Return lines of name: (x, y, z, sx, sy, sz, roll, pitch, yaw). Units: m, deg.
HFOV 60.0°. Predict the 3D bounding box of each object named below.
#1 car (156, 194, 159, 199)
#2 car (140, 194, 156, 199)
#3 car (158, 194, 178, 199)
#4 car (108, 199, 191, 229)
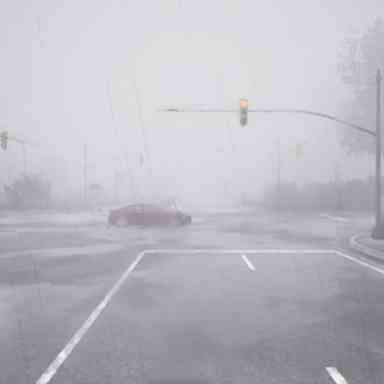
car: (-7.043, 1.151, 66.780, 1.837, 1.490, 4.892, 0, 0, 0)
car: (-7.106, 1.333, 50.725, 1.895, 1.301, 4.718, 0, 0, 0)
car: (-3.604, 1.207, 51.297, 1.882, 1.535, 5.008, 0, 0, 0)
car: (-2.535, 1.383, 20.125, 5.008, 1.535, 1.882, 0, 0, 3)
